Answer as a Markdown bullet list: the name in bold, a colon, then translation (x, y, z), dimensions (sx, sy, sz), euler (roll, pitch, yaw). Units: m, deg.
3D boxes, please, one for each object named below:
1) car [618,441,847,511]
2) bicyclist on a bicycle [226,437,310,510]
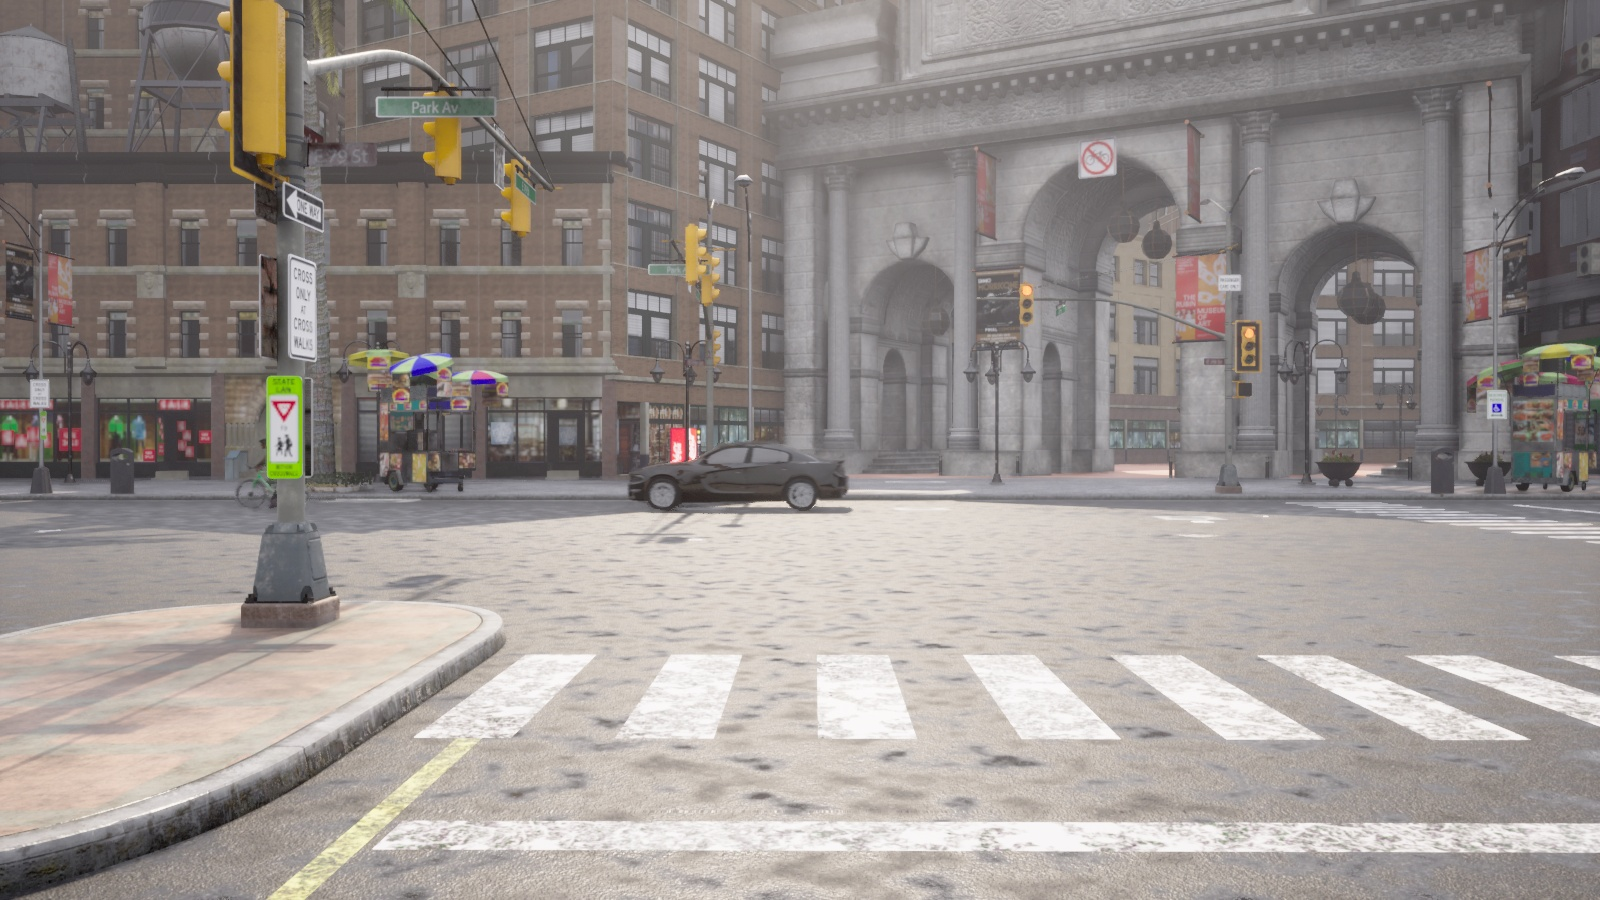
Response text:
- **car**: translation (-1.463, 0.562, 28.435), dimensions (5.008, 1.535, 1.882), euler (0, 0, 1)
- **bicyclist on a bicycle**: translation (-12.094, 0.528, 28.585), dimensions (1.656, 1.620, 0.582), euler (0, 0, 1)
